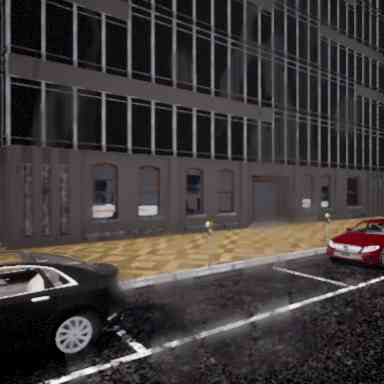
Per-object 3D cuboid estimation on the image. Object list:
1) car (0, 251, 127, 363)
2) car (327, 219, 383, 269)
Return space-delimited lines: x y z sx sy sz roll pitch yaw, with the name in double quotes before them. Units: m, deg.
"car" -3.056 1.551 4.380 4.403 1.369 2.008 0 0 -36
"car" 6.212 1.566 10.992 4.206 1.307 1.802 0 0 -36
